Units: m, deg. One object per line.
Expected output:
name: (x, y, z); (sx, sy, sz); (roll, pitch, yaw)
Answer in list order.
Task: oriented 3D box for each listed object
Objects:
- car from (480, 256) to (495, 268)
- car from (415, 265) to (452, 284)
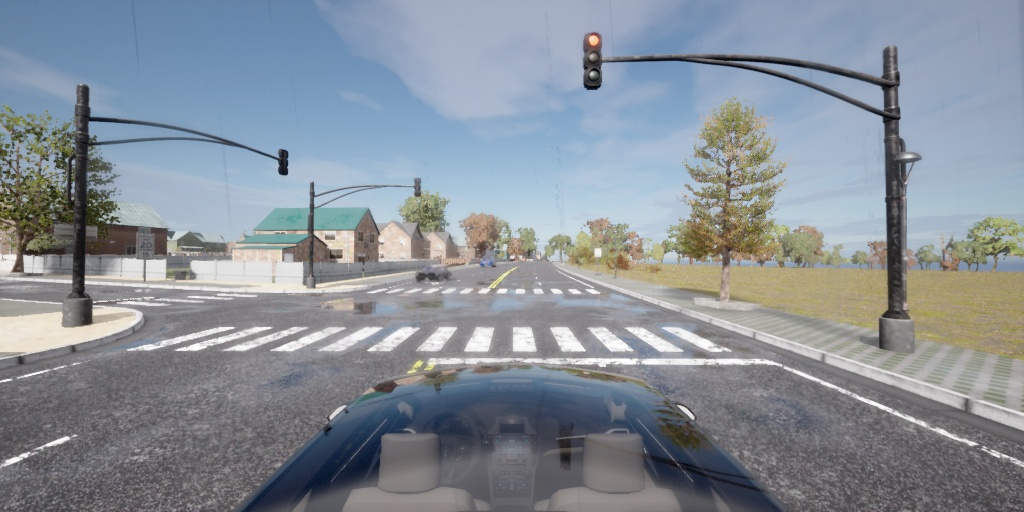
car: (-4.239, 1.020, 63.498); (2.150, 2.045, 5.566); (0, 0, 4)
car: (-6.049, 1.381, 27.919); (1.895, 1.301, 4.718); (0, 0, 2)
